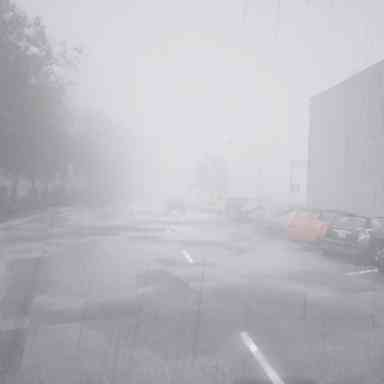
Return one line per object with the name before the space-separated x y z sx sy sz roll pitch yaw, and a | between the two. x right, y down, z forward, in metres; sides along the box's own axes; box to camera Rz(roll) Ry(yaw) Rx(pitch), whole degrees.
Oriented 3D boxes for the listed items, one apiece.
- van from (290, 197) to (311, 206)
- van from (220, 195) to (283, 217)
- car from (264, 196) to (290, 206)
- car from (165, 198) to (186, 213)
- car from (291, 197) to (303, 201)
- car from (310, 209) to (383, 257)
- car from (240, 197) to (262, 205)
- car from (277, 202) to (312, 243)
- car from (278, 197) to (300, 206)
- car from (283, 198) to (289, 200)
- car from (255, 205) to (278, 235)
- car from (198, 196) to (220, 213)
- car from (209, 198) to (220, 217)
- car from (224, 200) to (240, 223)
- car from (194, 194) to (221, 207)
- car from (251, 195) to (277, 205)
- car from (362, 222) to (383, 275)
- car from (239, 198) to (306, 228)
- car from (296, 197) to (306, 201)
van | 25.029 2.233 76.747 1.878 1.987 4.442 2 -1 -30
van | 4.921 1.422 27.576 4.442 1.987 1.878 3 0 -29
car | 19.175 1.962 75.540 2.435 2.045 5.566 3 -1 -31
car | -1.808 1.367 35.549 2.128 1.511 4.902 2 0 -9
car | 16.123 2.124 57.788 2.163 1.488 4.792 2 1 -31
car | 7.092 1.627 12.666 4.553 1.767 2.185 3 0 -29
car | 13.178 1.993 74.477 2.163 1.488 4.792 2 -1 -30
car | 6.633 1.604 15.632 4.553 1.767 2.185 3 0 -29
car | 22.107 2.211 76.133 2.185 1.767 4.553 3 -1 -30
car | 13.275 1.725 57.220 2.435 2.045 5.566 2 1 -30
car | 6.197 1.748 18.610 4.674 1.452 2.002 3 0 -29
car | 3.711 1.586 33.358 5.366 1.575 1.946 3 0 -29
car | 4.346 1.660 30.481 4.674 1.452 2.002 3 0 -29
car | 5.266 1.663 24.549 5.008 1.535 2.097 3 0 -29
car | 2.962 1.304 39.406 5.566 2.045 2.435 3 0 -29
car | 16.161 1.836 75.028 2.435 2.045 5.566 2 -1 -30
car | 7.551 1.807 9.689 4.792 1.488 2.163 3 0 -29
car | 5.775 1.562 21.588 4.553 1.767 2.185 3 0 -29
car | 19.049 1.965 58.327 2.435 2.045 5.566 2 1 -30
